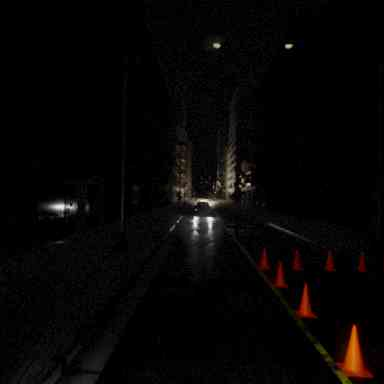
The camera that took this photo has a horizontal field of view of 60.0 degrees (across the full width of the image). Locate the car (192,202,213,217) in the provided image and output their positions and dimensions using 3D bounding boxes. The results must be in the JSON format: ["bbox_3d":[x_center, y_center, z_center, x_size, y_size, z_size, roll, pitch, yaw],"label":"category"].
[{"bbox_3d":[1.131,1.733,34.533,1.812,1.442,4.674,1,0,1],"label":"car"}]

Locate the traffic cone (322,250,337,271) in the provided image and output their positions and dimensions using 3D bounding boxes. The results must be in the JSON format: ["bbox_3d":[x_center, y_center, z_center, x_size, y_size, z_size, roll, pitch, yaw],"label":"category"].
[{"bbox_3d":[4.256,2.096,10.279,0.340,0.580,0.340,1,0,1],"label":"traffic cone"}]

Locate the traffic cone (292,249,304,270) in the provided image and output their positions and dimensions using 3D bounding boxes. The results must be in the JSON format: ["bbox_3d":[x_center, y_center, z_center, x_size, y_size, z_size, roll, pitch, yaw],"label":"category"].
[{"bbox_3d":[3.257,2.076,10.303,0.340,0.580,0.340,1,0,1],"label":"traffic cone"}]

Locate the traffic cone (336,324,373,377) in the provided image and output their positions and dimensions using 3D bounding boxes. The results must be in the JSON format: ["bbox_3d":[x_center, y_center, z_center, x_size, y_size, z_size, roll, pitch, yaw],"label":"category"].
[{"bbox_3d":[2.111,2.021,4.329,0.340,0.580,0.340,1,0,1],"label":"traffic cone"}]

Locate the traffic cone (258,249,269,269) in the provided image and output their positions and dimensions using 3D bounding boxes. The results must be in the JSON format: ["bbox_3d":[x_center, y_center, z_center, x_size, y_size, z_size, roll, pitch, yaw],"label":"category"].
[{"bbox_3d":[2.257,2.057,10.328,0.340,0.580,0.340,1,0,1],"label":"traffic cone"}]

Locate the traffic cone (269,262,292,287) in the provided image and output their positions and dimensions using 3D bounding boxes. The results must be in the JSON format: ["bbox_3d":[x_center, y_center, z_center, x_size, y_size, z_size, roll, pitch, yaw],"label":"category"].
[{"bbox_3d":[2.209,2.045,8.328,0.340,0.580,0.340,1,0,1],"label":"traffic cone"}]

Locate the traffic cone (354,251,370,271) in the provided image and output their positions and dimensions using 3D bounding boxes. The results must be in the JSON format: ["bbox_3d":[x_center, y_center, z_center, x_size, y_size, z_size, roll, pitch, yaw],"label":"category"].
[{"bbox_3d":[5.256,2.116,10.254,0.340,0.580,0.340,1,0,1],"label":"traffic cone"}]

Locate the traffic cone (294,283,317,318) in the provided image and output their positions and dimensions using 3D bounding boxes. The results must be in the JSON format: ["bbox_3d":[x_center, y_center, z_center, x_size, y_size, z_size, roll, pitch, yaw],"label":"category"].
[{"bbox_3d":[2.159,2.033,6.328,0.340,0.580,0.340,1,0,1],"label":"traffic cone"}]
